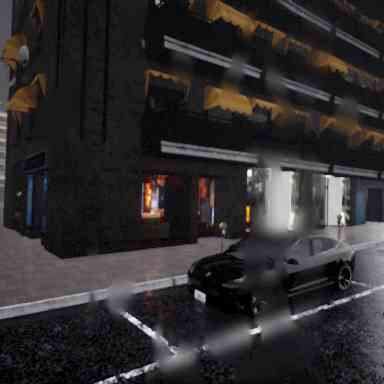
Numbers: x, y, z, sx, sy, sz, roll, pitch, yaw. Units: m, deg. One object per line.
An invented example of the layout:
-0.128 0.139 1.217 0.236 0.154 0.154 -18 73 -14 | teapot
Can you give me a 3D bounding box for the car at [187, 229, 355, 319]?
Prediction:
1.934 1.566 7.447 4.313 1.339 1.947 0 2 -35 | car
